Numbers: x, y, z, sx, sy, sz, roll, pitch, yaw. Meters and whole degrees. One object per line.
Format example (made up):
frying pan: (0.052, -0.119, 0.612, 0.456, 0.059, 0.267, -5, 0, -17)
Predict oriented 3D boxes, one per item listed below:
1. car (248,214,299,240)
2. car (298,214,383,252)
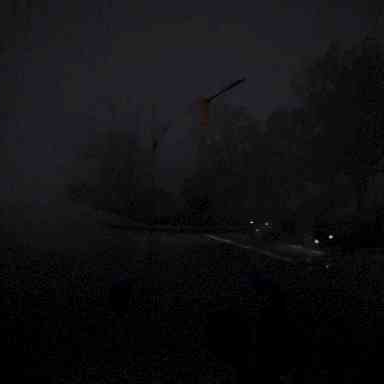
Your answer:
car: (5.462, 1.820, 17.998, 4.718, 1.301, 1.895, 3, 0, -22)
car: (7.871, 1.866, 15.181, 5.357, 1.411, 2.033, 3, 0, -19)
